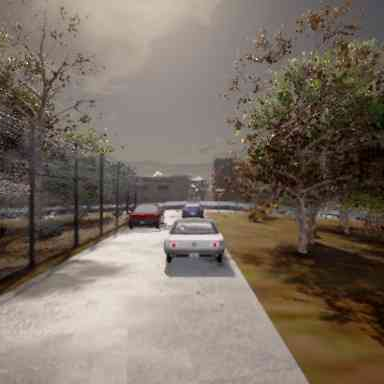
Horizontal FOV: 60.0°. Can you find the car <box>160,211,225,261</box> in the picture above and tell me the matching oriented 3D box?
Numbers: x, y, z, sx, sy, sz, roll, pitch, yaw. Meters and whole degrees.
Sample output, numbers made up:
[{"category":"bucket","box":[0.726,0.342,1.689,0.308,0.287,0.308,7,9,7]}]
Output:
[{"category":"car","box":[0.078,1.607,12.199,1.895,1.301,4.718,0,0,0]}]

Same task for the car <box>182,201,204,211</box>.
[{"category":"car","box":[0.076,1.540,28.735,1.812,1.442,4.674,0,0,0]}]

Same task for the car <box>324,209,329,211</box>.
[{"category":"car","box":[23.470,4.532,64.170,2.163,1.488,4.792,0,0,-18]}]

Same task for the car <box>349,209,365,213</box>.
[{"category":"car","box":[40.234,4.076,79.353,5.566,2.045,2.435,-1,1,-17]}]

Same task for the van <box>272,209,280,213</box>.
[{"category":"van","box":[14.535,4.278,64.572,1.878,1.987,4.442,0,0,-18]}]

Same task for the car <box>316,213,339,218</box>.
[{"category":"car","box":[19.809,4.441,47.320,2.435,2.045,5.566,0,1,-18]}]

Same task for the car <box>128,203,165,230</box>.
[{"category":"car","box":[-2.847,1.488,21.607,1.882,1.535,5.008,0,0,0]}]

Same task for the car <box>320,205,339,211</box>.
[{"category":"car","box":[26.387,4.251,64.118,2.435,2.045,5.566,0,0,-18]}]

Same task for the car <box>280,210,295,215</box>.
[{"category":"car","box":[17.547,4.252,64.347,2.435,2.045,5.566,0,0,-18]}]
